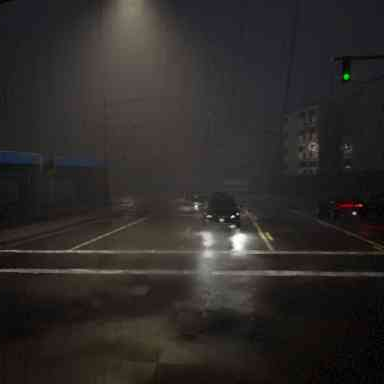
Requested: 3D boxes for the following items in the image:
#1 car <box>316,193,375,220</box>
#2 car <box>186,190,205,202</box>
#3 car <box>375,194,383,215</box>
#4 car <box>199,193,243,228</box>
[{"bbox_3d":[9.154,0.850,20.704,1.837,1.490,4.892,-1,2,5],"label":"car"},{"bbox_3d":[0.547,0.444,41.214,1.812,1.442,4.674,-1,2,-16],"label":"car"},{"bbox_3d":[12.717,0.806,21.321,1.812,1.442,4.674,-1,2,5],"label":"car"},{"bbox_3d":[1.629,1.021,18.125,1.837,1.490,4.892,-1,2,5],"label":"car"}]
